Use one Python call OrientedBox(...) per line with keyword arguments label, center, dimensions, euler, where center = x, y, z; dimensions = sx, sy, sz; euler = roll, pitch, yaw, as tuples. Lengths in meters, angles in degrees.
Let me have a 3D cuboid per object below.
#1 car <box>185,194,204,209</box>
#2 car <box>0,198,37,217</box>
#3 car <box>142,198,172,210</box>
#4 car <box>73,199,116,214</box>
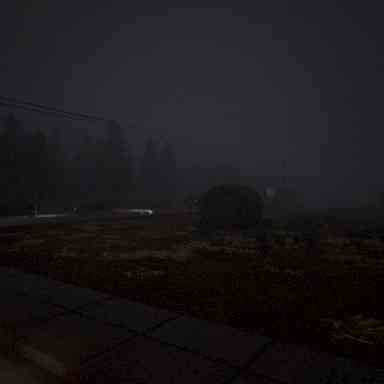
OrientedBox(label="car", center=(1.353, 1.248, 46.203), dimensions=(2.150, 2.045, 5.566), euler=(0, 0, 38))
OrientedBox(label="car", center=(-16.029, 1.379, 28.924), dimensions=(2.097, 1.767, 4.553), euler=(0, 0, 37))
OrientedBox(label="car", center=(-4.623, 1.552, 44.290), dimensions=(1.812, 1.442, 4.674), euler=(0, 0, 37))
OrientedBox(label="car", center=(-10.581, 1.518, 36.269), dimensions=(2.128, 1.511, 4.902), euler=(0, 0, 37))
